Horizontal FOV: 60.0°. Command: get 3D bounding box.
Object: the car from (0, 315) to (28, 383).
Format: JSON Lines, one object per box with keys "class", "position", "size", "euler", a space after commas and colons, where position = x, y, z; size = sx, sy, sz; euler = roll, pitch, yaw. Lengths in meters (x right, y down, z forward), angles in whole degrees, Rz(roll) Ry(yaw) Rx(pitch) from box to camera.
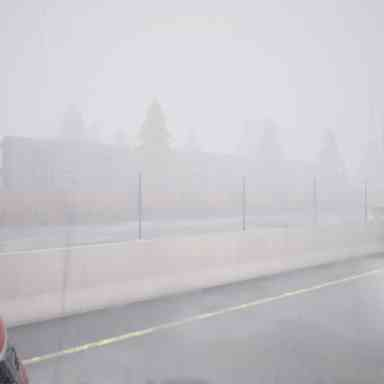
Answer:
{"class": "car", "position": [-3.649, 1.222, 1.171], "size": [5.566, 2.045, 2.150], "euler": [0, 0, -34]}
